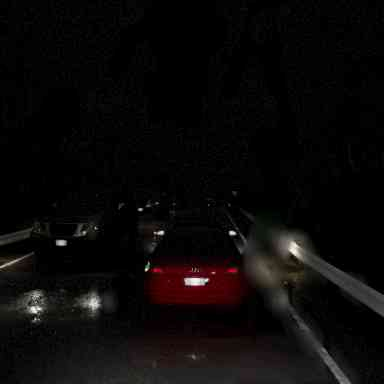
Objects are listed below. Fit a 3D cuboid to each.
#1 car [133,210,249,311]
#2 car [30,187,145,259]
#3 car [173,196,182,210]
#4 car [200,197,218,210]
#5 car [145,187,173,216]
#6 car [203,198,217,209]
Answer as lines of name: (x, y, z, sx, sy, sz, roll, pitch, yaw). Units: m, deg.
car: (0.101, 1.393, 7.633, 1.994, 1.385, 4.181, 0, 3, 1)
car: (-3.336, 0.883, 11.573, 2.150, 2.045, 5.566, 0, 2, 3)
car: (-2.054, 1.113, 32.641, 2.033, 1.411, 5.357, 0, -2, 5)
car: (1.986, 1.326, 38.657, 1.812, 1.442, 4.674, 0, -2, 4)
car: (-2.813, 0.648, 22.046, 2.150, 2.045, 5.566, 0, 0, 4)
car: (2.640, 1.632, 48.802, 1.882, 1.535, 5.008, 0, -2, 2)
